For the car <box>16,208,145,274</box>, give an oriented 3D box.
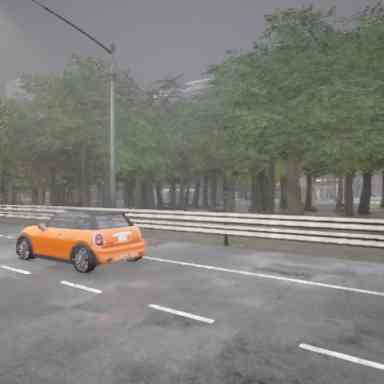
[{"bbox_3d":[-3.728,1.365,10.833,4.553,1.767,2.097,0,0,36],"label":"car"}]
